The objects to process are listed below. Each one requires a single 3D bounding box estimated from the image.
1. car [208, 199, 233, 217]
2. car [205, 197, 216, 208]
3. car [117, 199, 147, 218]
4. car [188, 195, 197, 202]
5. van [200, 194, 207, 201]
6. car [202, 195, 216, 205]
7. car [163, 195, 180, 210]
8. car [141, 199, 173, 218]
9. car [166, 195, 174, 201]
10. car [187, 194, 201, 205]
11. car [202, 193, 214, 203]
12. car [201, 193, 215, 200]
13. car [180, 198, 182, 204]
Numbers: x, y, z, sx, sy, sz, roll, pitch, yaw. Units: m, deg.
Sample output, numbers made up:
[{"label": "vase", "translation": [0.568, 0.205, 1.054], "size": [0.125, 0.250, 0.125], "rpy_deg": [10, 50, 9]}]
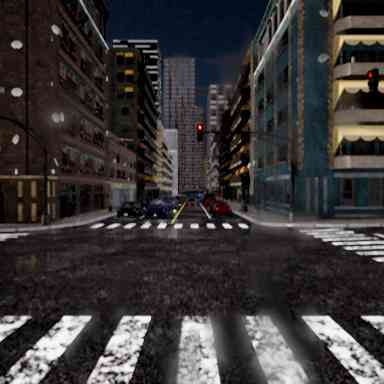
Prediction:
[{"label": "car", "translation": [2.743, 1.574, 30.514], "size": [1.802, 1.307, 4.206], "rpy_deg": [0, 0, 0]}, {"label": "car", "translation": [2.753, 1.558, 36.037], "size": [1.947, 1.339, 4.313], "rpy_deg": [0, 0, 0]}, {"label": "car", "translation": [-5.638, 1.558, 30.542], "size": [1.947, 1.339, 4.313], "rpy_deg": [0, 0, 0]}, {"label": "car", "translation": [0.136, 1.358, 69.980], "size": [1.812, 1.442, 4.674], "rpy_deg": [0, 0, 0]}, {"label": "van", "translation": [2.848, 1.351, 85.749], "size": [1.690, 1.788, 3.998], "rpy_deg": [-1, 0, 0]}, {"label": "car", "translation": [2.775, 1.539, 47.084], "size": [1.887, 1.381, 4.507], "rpy_deg": [0, 0, 0]}, {"label": "car", "translation": [-3.010, 1.345, 43.400], "size": [2.097, 1.767, 4.553], "rpy_deg": [0, 0, 0]}, {"label": "car", "translation": [-3.042, 1.593, 29.678], "size": [1.895, 1.301, 4.718], "rpy_deg": [0, 0, 0]}, {"label": "car", "translation": [-5.532, 1.535, 85.607], "size": [1.752, 1.417, 4.829], "rpy_deg": [0, 0, 0]}, {"label": "car", "translation": [0.117, 1.489, 60.807], "size": [2.128, 1.511, 4.902], "rpy_deg": [0, 0, 0]}, {"label": "car", "translation": [3.239, 1.221, 68.110], "size": [2.150, 2.045, 5.566], "rpy_deg": [0, 0, 0]}, {"label": "car", "translation": [3.226, 1.226, 61.110], "size": [2.150, 2.045, 5.566], "rpy_deg": [0, 0, 0]}, {"label": "car", "translation": [-2.906, 1.523, 61.276], "size": [1.812, 1.442, 4.674], "rpy_deg": [0, 0, 1]}]
